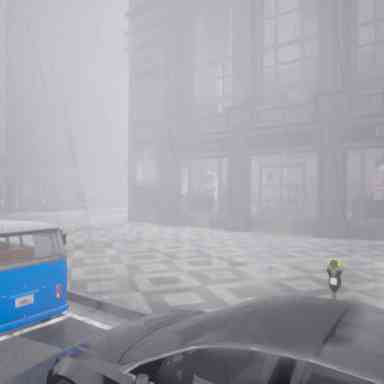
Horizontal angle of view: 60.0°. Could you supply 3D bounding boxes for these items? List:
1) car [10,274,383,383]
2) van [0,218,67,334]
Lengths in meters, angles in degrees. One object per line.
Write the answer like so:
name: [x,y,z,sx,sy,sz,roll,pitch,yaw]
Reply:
car: [0.671,1.565,2.595,4.313,1.339,1.947,0,0,36]
van: [-3.922,1.336,5.883,3.998,1.788,1.690,0,0,36]
